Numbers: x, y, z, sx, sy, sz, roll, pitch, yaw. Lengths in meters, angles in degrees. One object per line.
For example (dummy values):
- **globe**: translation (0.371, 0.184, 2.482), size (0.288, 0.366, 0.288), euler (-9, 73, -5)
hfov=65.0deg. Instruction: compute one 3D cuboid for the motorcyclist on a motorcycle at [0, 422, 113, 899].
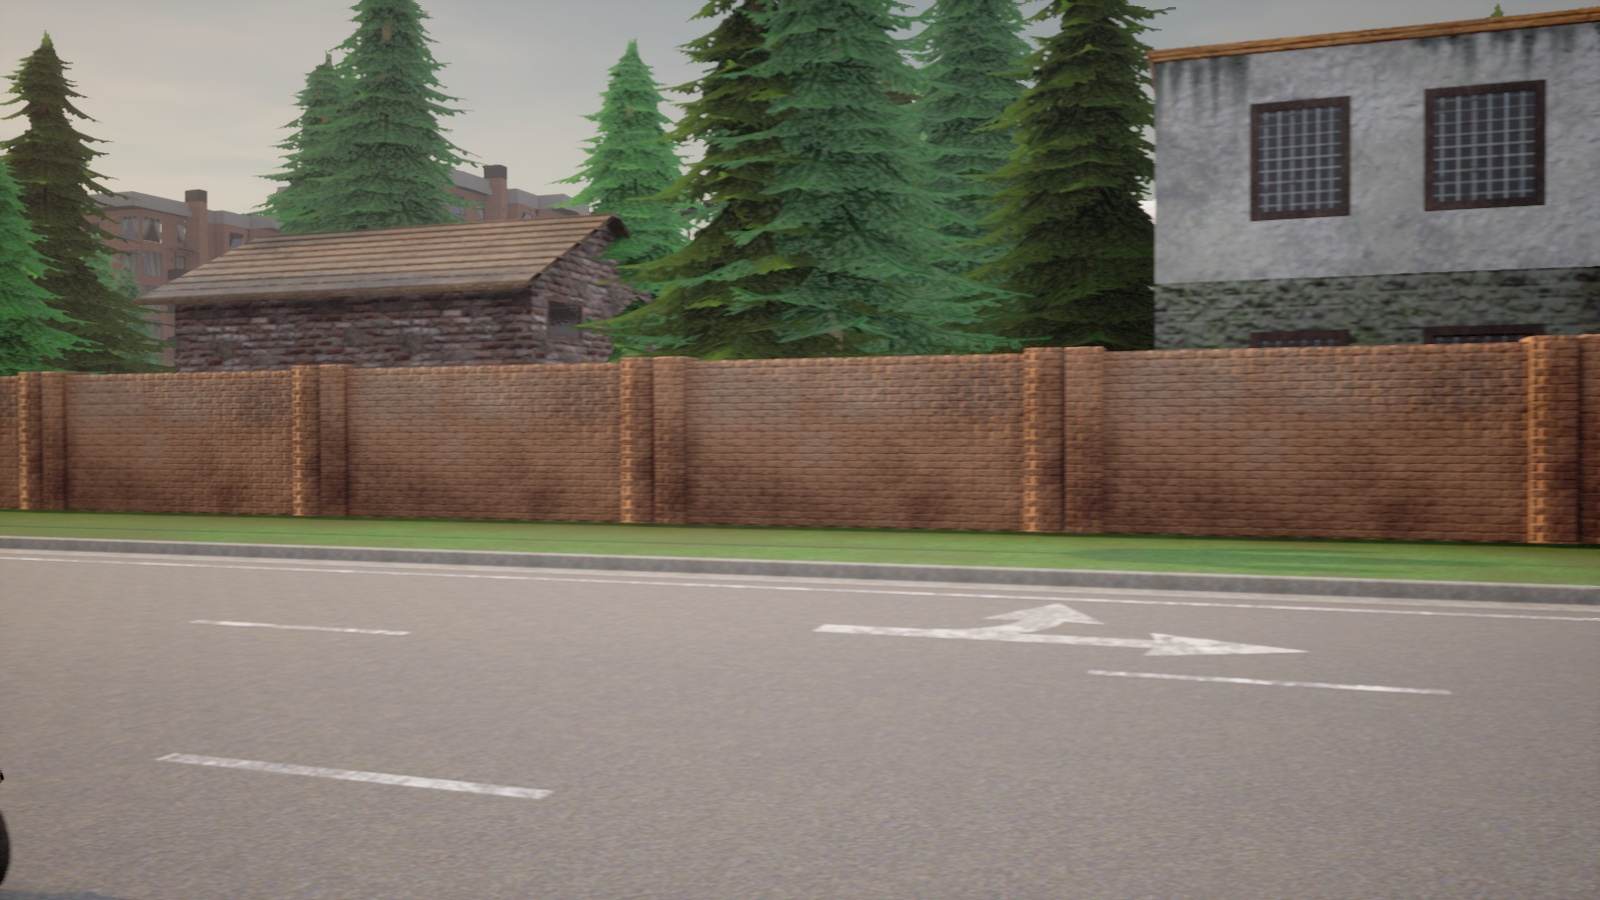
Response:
- **motorcyclist on a motorcycle**: translation (-3.450, 0.697, 4.353), size (1.817, 1.590, 0.866), euler (1, 1, 19)
